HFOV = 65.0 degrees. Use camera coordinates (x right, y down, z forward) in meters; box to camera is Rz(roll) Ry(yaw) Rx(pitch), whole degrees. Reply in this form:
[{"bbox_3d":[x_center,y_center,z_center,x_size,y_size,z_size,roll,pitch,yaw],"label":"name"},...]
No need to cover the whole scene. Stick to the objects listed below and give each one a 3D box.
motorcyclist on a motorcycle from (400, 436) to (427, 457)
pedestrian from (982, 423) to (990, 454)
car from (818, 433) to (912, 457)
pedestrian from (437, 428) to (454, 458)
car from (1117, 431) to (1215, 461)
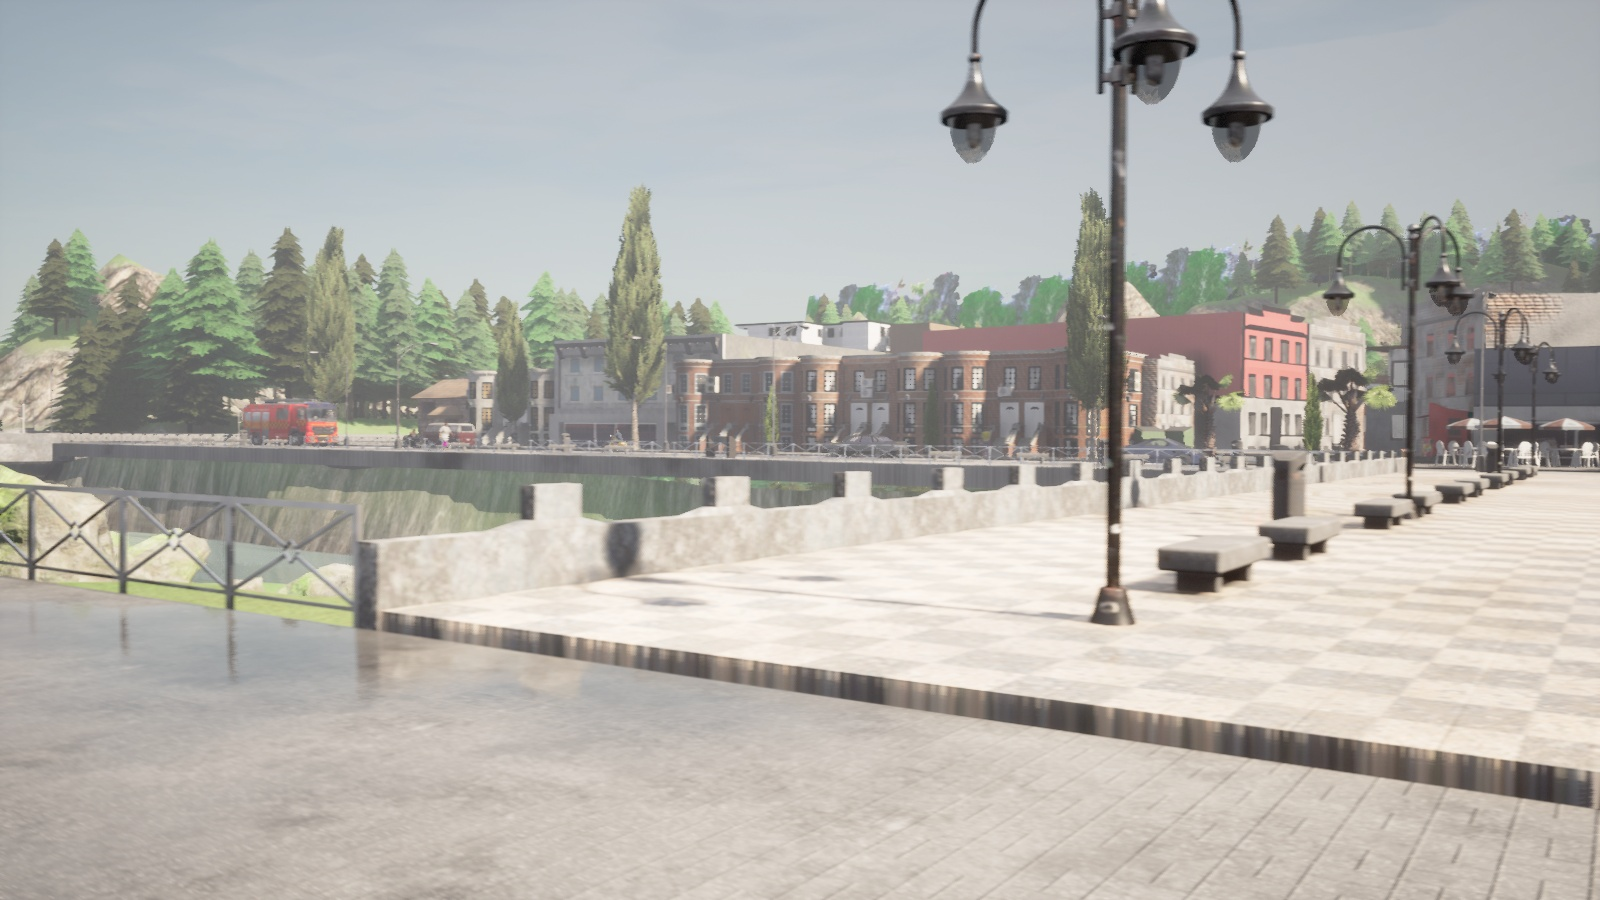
[{"bbox_3d":[-28.419,-0.289,92.302,2.044,1.523,0.797,0,1,34],"label":"motorcyclist on a motorcycle"},{"bbox_3d":[11.154,-0.693,75.320,0.354,1.836,0.706,0,1,14],"label":"pedestrian"},{"bbox_3d":[3.889,-0.289,75.665,5.357,1.411,2.033,0,1,34],"label":"car"},{"bbox_3d":[-22.925,-0.459,81.218,0.873,1.952,0.659,0,1,38],"label":"pedestrian"},{"bbox_3d":[17.921,-0.207,61.551,4.181,1.385,1.994,0,1,34],"label":"car"}]
